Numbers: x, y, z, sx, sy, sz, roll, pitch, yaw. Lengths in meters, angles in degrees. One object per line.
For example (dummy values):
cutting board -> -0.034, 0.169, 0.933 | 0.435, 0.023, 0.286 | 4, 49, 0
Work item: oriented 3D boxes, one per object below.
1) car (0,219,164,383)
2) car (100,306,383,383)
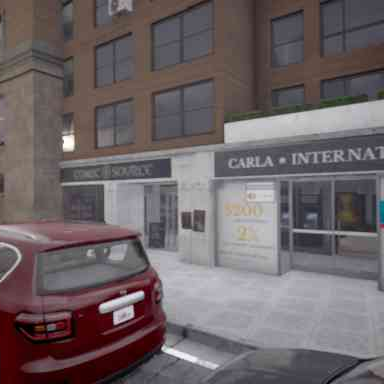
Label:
car -> -2.630, 1.323, 4.736 | 5.009, 1.841, 2.192 | 0, -1, 36
car -> 1.831, 1.550, 1.550 | 4.403, 1.369, 2.008 | 0, -1, 36
